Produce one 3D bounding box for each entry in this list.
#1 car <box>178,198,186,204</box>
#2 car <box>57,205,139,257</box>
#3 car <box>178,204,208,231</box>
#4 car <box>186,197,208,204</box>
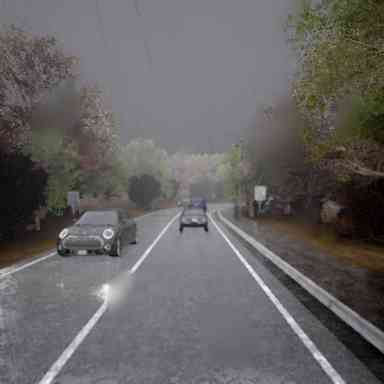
[{"bbox_3d":[-0.983,1.846,56.081,2.097,1.767,4.553,1,0,11],"label":"car"},{"bbox_3d":[-3.568,1.460,13.369,2.097,1.767,4.553,0,-1,3],"label":"car"},{"bbox_3d":[0.102,1.736,22.242,2.033,1.411,5.357,0,-1,0],"label":"car"},{"bbox_3d":[0.863,1.626,43.392,2.150,2.045,5.566,0,-1,5],"label":"car"}]
